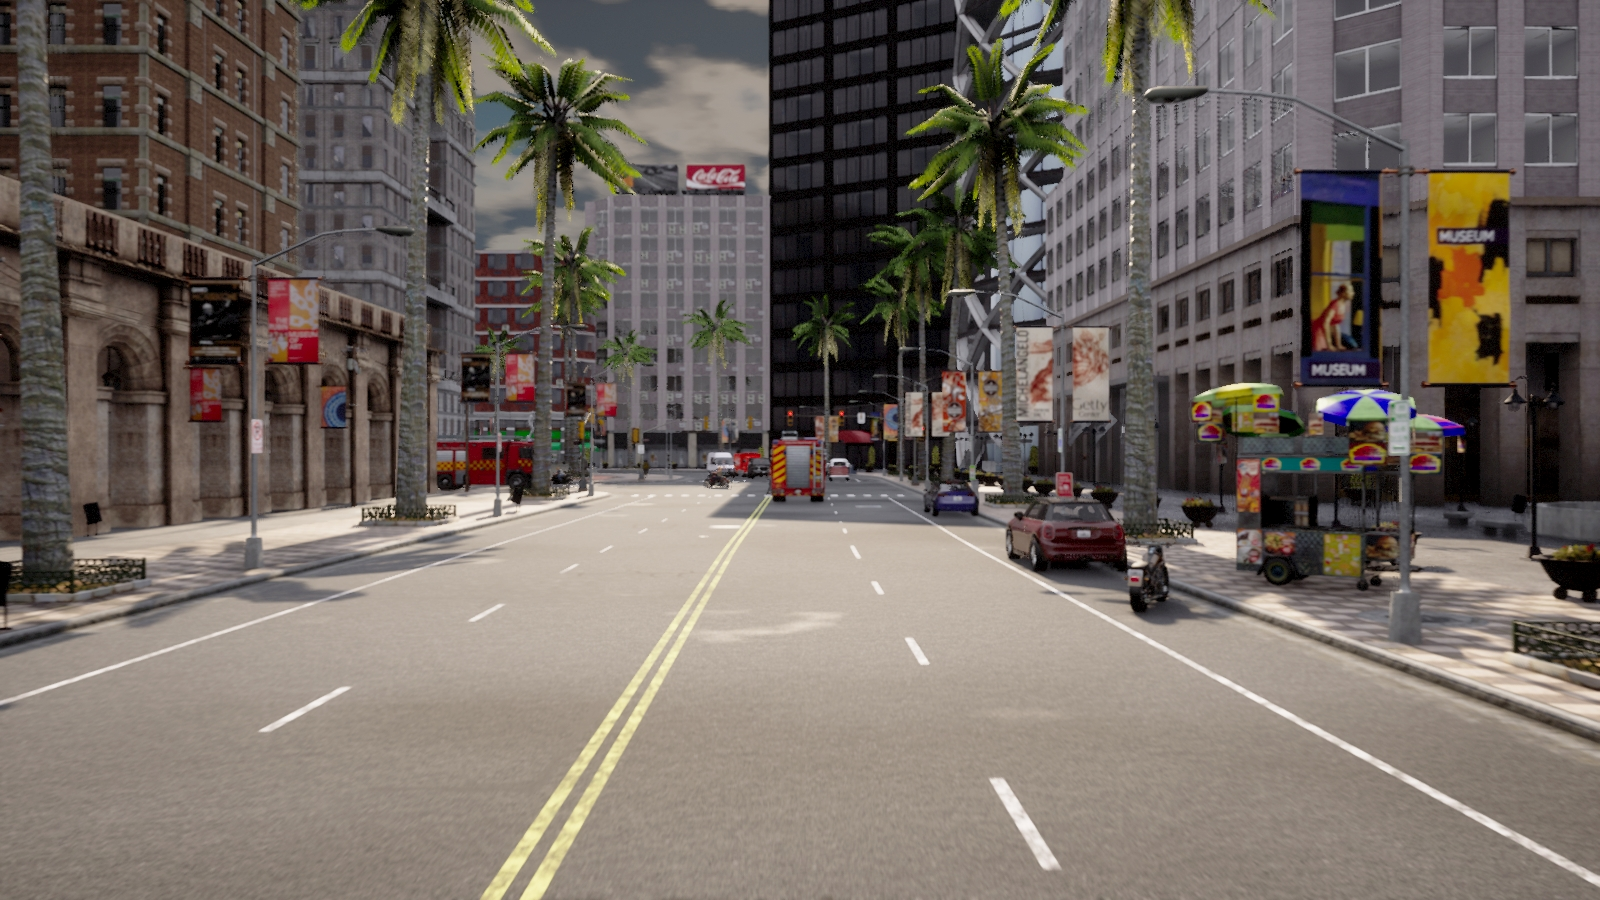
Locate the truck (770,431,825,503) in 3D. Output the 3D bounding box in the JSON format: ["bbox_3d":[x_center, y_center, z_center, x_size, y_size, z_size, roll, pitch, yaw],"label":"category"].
[{"bbox_3d":[-0.099,0.890,64.617,2.891,3.827,8.468,0,0,0],"label":"truck"}]

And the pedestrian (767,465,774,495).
[{"bbox_3d":[-1.848,1.848,71.153,0.375,1.860,0.375,0,0,-16],"label":"pedestrian"}]
